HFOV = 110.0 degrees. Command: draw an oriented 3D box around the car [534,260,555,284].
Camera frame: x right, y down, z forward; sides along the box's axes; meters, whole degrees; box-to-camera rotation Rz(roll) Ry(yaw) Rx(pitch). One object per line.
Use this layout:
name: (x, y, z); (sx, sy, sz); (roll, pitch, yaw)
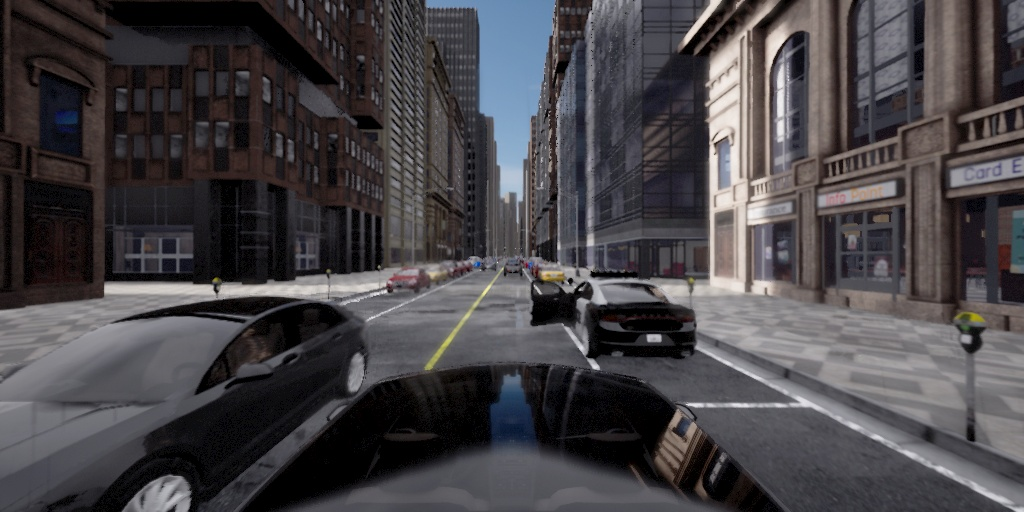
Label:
car: (2.796, 1.249, 26.149); (1.751, 1.417, 4.829); (0, 0, 0)

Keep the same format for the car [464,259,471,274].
car: (-5.714, 1.256, 37.186); (1.888, 1.381, 4.507); (0, 0, 0)

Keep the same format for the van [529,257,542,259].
van: (2.819, 1.046, 42.785); (1.690, 1.789, 3.998); (0, 0, 0)

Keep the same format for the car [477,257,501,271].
car: (-2.938, 1.233, 47.037); (2.128, 1.511, 4.902); (0, 0, 0)

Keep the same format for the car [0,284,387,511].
car: (-3.099, 1.252, 3.665); (1.837, 1.490, 4.892); (0, 0, 0)

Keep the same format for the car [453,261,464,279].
car: (-5.722, 1.157, 31.585); (1.967, 1.591, 4.097); (0, 0, 0)

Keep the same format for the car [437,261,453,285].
car: (-5.730, 1.248, 25.813); (1.751, 1.417, 4.829); (0, 0, 0)

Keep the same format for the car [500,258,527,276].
car: (0.123, 1.204, 36.585); (2.128, 1.511, 4.902); (0, 0, 0)

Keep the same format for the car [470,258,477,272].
car: (-5.706, 1.250, 42.789); (1.888, 1.381, 4.507); (0, 0, 0)

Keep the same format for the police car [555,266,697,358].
police car: (2.374, 1.167, 8.565); (1.930, 1.638, 5.238); (0, 0, 0)

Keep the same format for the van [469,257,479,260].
van: (-5.691, 1.034, 53.993); (1.690, 1.789, 3.998); (0, 0, 0)

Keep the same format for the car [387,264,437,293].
car: (-5.738, 1.311, 20.381); (1.802, 1.307, 4.207); (0, 0, 0)

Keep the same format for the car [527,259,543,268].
car: (2.811, 1.256, 37.183); (1.888, 1.381, 4.507); (0, 0, 0)

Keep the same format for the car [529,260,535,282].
car: (2.803, 1.262, 31.582); (1.888, 1.381, 4.507); (0, 0, 0)
